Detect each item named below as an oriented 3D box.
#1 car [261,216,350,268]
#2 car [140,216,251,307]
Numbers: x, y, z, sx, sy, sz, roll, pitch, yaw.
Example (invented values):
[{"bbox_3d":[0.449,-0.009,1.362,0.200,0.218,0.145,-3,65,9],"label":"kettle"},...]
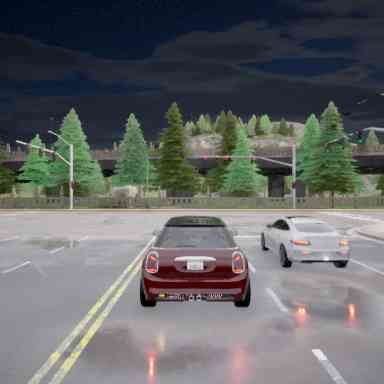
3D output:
[{"bbox_3d":[3.595,1.526,11.183,1.812,1.442,4.674,0,0,0],"label":"car"},{"bbox_3d":[0.078,1.352,8.136,2.097,1.767,4.553,0,0,1],"label":"car"}]
